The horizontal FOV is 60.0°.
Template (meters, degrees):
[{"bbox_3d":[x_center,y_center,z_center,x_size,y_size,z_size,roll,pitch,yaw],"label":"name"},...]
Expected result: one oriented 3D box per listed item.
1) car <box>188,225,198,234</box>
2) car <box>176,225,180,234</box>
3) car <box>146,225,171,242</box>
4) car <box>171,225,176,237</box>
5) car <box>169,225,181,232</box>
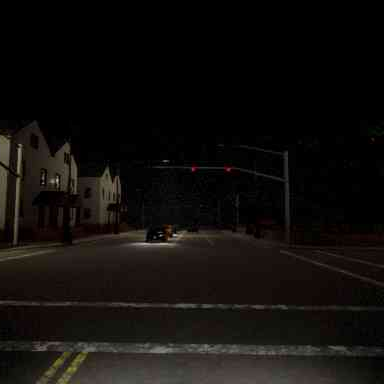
[{"bbox_3d":[0.161,6.477,57.862,2.033,1.411,5.357,0,-5,0],"label":"car"},{"bbox_3d":[-3.439,6.055,53.135,1.994,1.385,4.181,0,-5,0],"label":"car"},{"bbox_3d":[-3.504,4.248,33.647,1.837,1.490,4.892,0,-5,0],"label":"car"},{"bbox_3d":[-3.478,5.074,43.170,1.882,1.535,5.008,0,-5,0],"label":"car"},{"bbox_3d":[-3.340,7.213,66.227,2.033,1.411,5.357,0,-5,1],"label":"car"}]
